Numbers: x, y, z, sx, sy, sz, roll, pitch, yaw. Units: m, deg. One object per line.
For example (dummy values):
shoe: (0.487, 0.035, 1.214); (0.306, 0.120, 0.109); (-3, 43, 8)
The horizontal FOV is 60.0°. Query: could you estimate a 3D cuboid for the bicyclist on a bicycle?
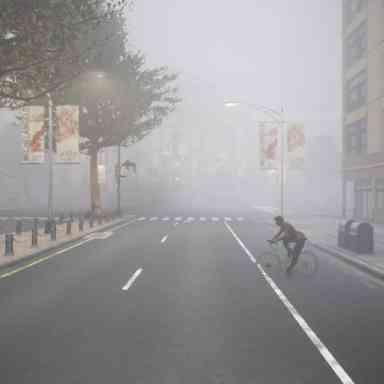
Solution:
bicyclist on a bicycle: (2.457, 1.442, 8.690); (1.656, 1.620, 0.582); (-2, 0, 2)
